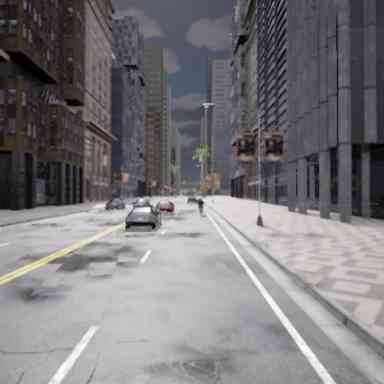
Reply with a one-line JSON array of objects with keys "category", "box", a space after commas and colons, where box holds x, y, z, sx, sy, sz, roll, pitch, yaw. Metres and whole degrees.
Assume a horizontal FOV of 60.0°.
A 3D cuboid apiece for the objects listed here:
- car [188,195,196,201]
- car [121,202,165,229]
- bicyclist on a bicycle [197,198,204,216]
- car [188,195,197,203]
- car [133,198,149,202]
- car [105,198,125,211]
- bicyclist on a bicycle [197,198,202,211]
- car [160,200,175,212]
[{"category": "car", "box": [0.032, 1.529, 87.283, 2.128, 1.511, 4.902, 0, 0, 0]}, {"category": "car", "box": [-3.142, 1.602, 22.143, 1.994, 1.385, 4.181, 0, 0, 0]}, {"category": "bicyclist on a bicycle", "box": [0.905, 1.423, 32.444, 0.659, 1.776, 1.843, 0, -1, 0]}, {"category": "car", "box": [0.026, 1.557, 70.681, 1.837, 1.490, 4.892, 0, 0, 0]}, {"category": "car", "box": [-6.551, 1.559, 43.052, 2.128, 1.511, 4.902, 0, 0, 0]}, {"category": "car", "box": [-9.803, 1.574, 42.819, 1.837, 1.490, 4.892, 0, -1, 0]}, {"category": "bicyclist on a bicycle", "box": [0.911, 1.517, 41.674, 0.582, 1.620, 1.656, 0, -1, 0]}, {"category": "car", "box": [-3.134, 1.626, 39.535, 1.994, 1.385, 4.181, 0, 0, 0]}]
